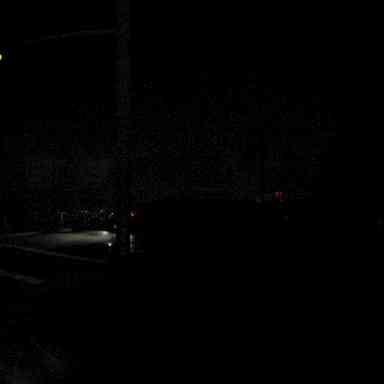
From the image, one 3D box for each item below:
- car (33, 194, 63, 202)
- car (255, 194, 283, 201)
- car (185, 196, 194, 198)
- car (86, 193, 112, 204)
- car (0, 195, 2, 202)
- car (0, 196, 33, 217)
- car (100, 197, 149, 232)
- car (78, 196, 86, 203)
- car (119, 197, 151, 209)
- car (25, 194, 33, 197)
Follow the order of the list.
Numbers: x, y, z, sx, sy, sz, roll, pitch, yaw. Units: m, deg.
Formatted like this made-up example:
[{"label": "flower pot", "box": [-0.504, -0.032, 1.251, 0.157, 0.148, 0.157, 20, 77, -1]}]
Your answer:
[{"label": "car", "box": [-28.897, 1.153, 67.720, 2.152, 1.636, 5.027, 0, 0, 35]}, {"label": "car", "box": [8.450, 1.221, 37.024, 2.150, 2.045, 5.566, 0, 0, 35]}, {"label": "car", "box": [-0.753, 1.374, 48.140, 1.845, 1.501, 3.633, 0, 0, 35]}, {"label": "car", "box": [-15.843, 1.097, 58.987, 1.932, 1.855, 4.605, 0, 0, 35]}, {"label": "car", "box": [-41.384, 1.298, 67.525, 2.007, 1.523, 4.514, 0, 0, 35]}, {"label": "car", "box": [-15.785, 1.339, 26.883, 2.007, 1.523, 4.514, 0, 0, 35]}, {"label": "car", "box": [-3.022, 1.352, 20.539, 2.097, 1.767, 4.553, 0, 0, 35]}, {"label": "car", "box": [-18.453, 1.077, 60.329, 1.905, 1.878, 3.866, 0, 0, 35]}, {"label": "car", "box": [-7.473, 1.384, 43.804, 1.970, 1.475, 3.806, 0, 0, 35]}, {"label": "car", "box": [-34.322, 1.232, 71.163, 1.970, 1.475, 3.806, 0, 0, 35]}]
